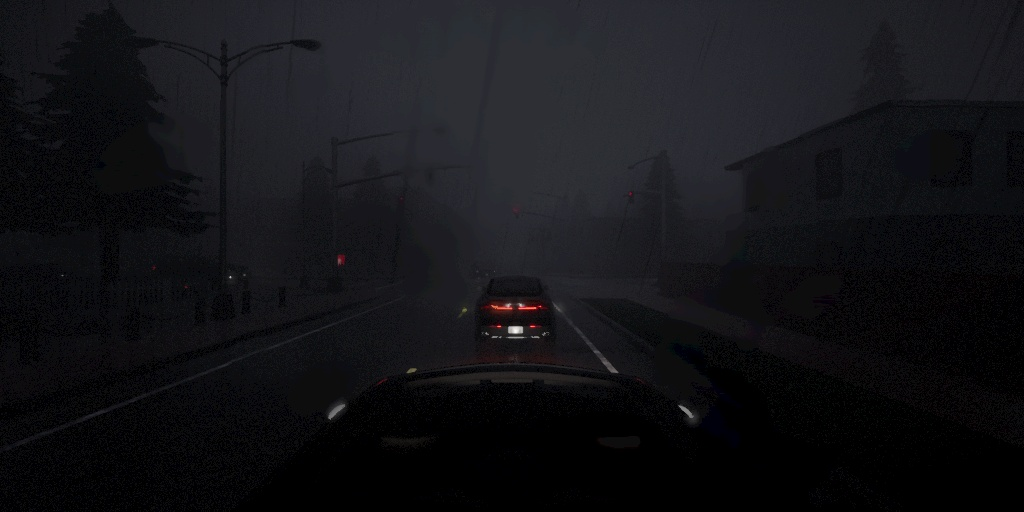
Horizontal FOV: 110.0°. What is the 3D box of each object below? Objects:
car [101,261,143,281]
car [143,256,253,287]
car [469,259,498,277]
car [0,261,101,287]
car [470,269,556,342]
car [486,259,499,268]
[{"bbox_3d":[-27.959,1.291,27.505,4.674,1.442,1.812,0,0,-1],"label":"car"},{"bbox_3d":[-20.665,0.987,24.025,5.566,2.045,2.150,0,0,-1],"label":"car"},{"bbox_3d":[-2.641,1.274,31.837,1.812,1.442,4.674,0,0,-15],"label":"car"},{"bbox_3d":[-31.103,1.257,23.748,4.902,1.511,2.128,0,0,-1],"label":"car"},{"bbox_3d":[0.092,1.255,9.715,1.837,1.490,4.892,0,0,0],"label":"car"},{"bbox_3d":[-3.424,1.297,63.542,2.033,1.411,5.357,0,0,1],"label":"car"}]
